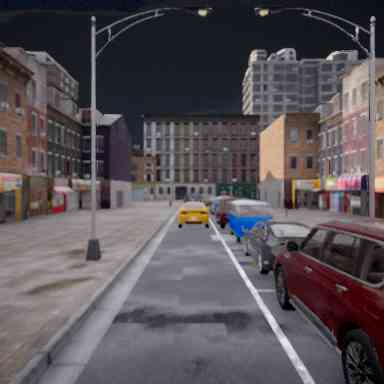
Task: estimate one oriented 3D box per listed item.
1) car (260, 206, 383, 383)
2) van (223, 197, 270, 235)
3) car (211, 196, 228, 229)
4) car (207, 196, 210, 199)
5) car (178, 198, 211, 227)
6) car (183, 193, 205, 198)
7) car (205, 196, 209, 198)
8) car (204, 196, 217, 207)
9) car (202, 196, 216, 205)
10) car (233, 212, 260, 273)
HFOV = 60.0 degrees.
[{"bbox_3d":[2.637,1.300,4.733,2.192,1.841,5.009,0,0,0],"label":"car"},{"bbox_3d":[2.641,1.291,15.683,1.690,1.788,3.998,0,0,0],"label":"van"},{"bbox_3d":[2.643,1.248,21.159,2.192,1.841,5.009,0,0,0],"label":"car"},{"bbox_3d":[2.648,1.422,32.281,1.752,1.417,4.829,0,0,0],"label":"car"},{"bbox_3d":[0.109,1.407,22.169,1.882,1.535,5.008,0,0,0],"label":"car"},{"bbox_3d":[0.110,1.092,39.477,2.150,2.045,5.566,0,0,0],"label":"car"},{"bbox_3d":[2.652,1.303,43.061,1.967,1.590,4.097,0,0,0],"label":"car"},{"bbox_3d":[2.655,1.370,48.707,1.752,1.417,4.829,0,0,0],"label":"car"},{"bbox_3d":[2.657,1.378,54.013,2.008,1.369,4.403,0,0,0],"label":"car"},{"bbox_3d":[2.640,1.518,10.209,2.008,1.369,4.403,0,0,0],"label":"car"}]
